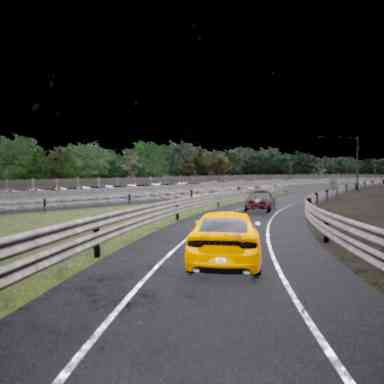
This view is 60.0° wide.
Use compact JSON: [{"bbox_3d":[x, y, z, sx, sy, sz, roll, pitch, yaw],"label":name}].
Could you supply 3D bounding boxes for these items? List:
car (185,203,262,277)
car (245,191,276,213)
[{"bbox_3d":[1.025,1.325,9.948,1.882,1.535,5.008,0,1,9],"label":"car"},{"bbox_3d":[5.847,0.682,28.041,2.097,1.767,4.553,1,2,21],"label":"car"}]
